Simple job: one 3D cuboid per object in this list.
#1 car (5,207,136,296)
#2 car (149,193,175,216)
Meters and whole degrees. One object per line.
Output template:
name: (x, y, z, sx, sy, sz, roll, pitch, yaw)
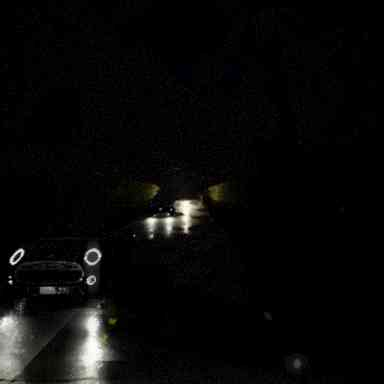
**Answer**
car: (-2.837, 1.335, 8.777, 2.097, 1.767, 4.553, 0, 0, 0)
car: (-2.778, 1.164, 32.231, 2.150, 2.045, 5.566, 0, 0, 0)
